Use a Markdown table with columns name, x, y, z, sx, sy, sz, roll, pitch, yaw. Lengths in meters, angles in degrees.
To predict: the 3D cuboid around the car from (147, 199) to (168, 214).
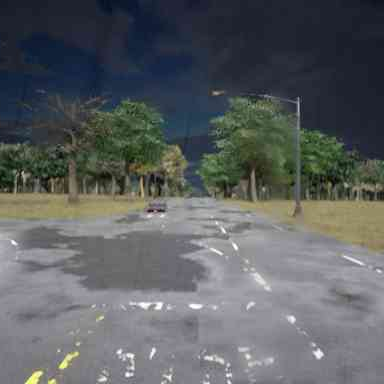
| name | x | y | z | sx | sy | sz | roll | pitch | yaw |
| --- | --- | --- | --- | --- | --- | --- | --- | --- | --- |
| car | -3.540 | 1.478 | 34.783 | 2.033 | 1.411 | 5.357 | 0 | 0 | 0 |

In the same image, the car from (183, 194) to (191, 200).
| name | x | y | z | sx | sy | sz | roll | pitch | yaw |
| --- | --- | --- | --- | --- | --- | --- | --- | --- | --- |
| car | -1.535 | 1.478 | 95.376 | 1.837 | 1.490 | 4.892 | 0 | 0 | 7 |
